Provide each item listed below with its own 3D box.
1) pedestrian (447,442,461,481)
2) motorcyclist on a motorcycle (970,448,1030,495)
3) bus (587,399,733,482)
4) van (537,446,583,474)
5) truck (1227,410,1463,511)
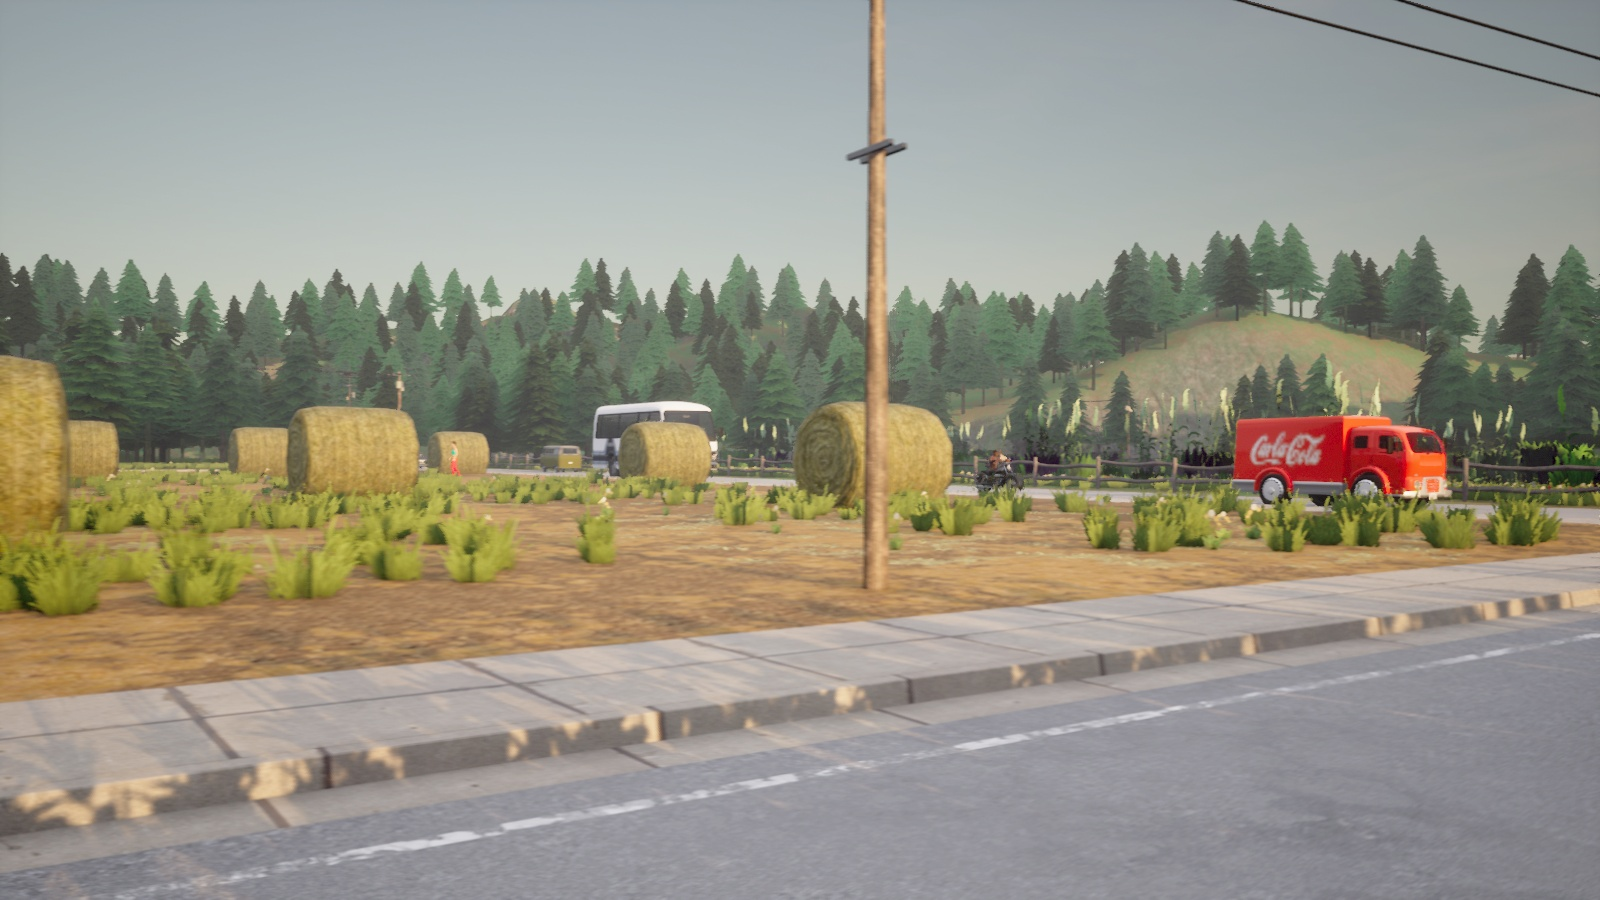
[{"bbox_3d":[-16.490,0.537,59.807,0.594,1.836,0.345,0,0,-20],"label":"pedestrian"},{"bbox_3d":[7.186,0.756,45.260,0.766,1.649,2.350,0,0,-32],"label":"motorcyclist on a motorcycle"},{"bbox_3d":[-7.947,-0.479,69.585,3.944,4.253,10.273,0,0,-32],"label":"bus"},{"bbox_3d":[-17.555,0.726,91.658,1.775,1.987,4.442,0,0,-32],"label":"van"},{"bbox_3d":[14.439,0.275,33.593,2.627,2.467,5.204,0,0,-32],"label":"truck"}]
